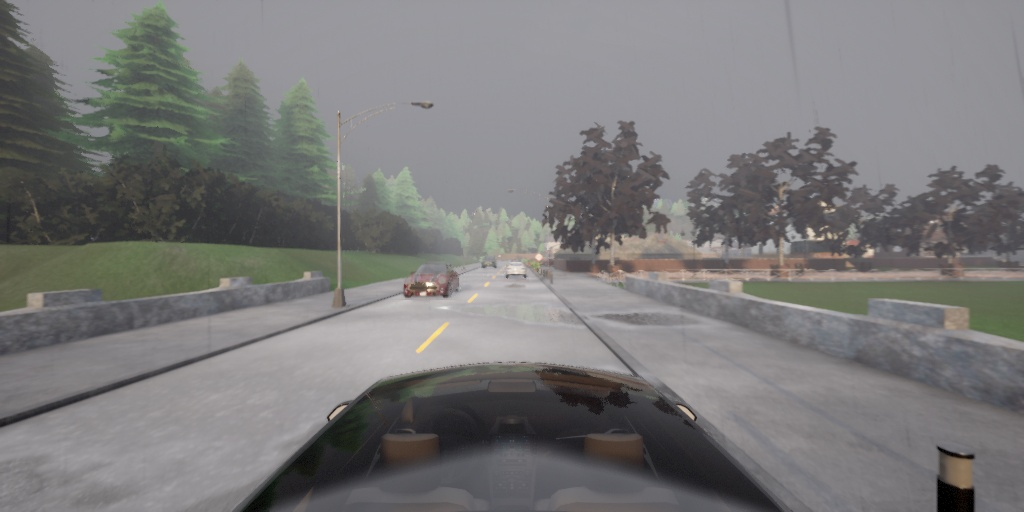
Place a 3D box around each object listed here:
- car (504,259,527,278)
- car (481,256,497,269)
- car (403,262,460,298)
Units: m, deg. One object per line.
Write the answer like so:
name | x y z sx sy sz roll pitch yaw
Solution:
car | 0.391 1.270 34.034 1.812 1.442 4.674 0 0 1
car | -3.510 0.985 56.516 2.150 2.045 5.566 0 0 1
car | -3.972 1.118 18.358 2.097 1.767 4.553 0 0 1
